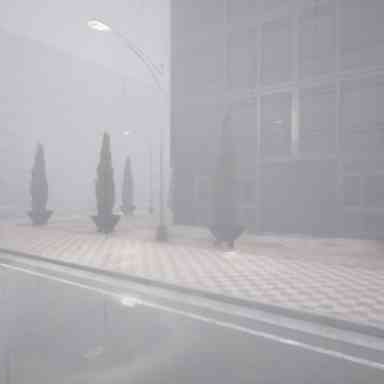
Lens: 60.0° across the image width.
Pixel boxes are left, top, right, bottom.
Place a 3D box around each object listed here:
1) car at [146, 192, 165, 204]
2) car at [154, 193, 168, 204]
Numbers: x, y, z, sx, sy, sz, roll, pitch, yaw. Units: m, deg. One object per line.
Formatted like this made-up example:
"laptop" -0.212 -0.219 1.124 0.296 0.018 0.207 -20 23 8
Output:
"car" -5.542 1.030 57.629 2.150 2.045 5.566 0 0 36
"car" -3.444 1.325 54.576 1.837 1.490 4.892 0 0 36
